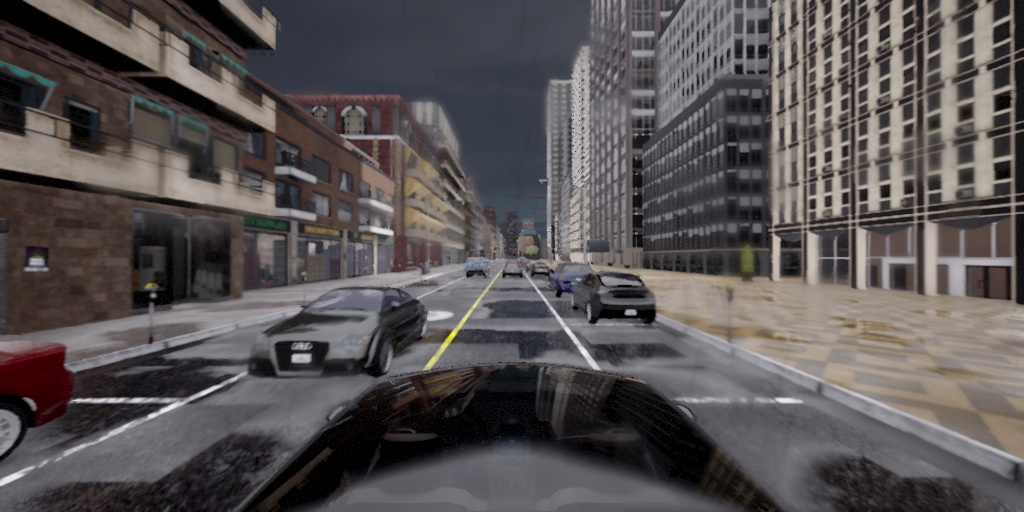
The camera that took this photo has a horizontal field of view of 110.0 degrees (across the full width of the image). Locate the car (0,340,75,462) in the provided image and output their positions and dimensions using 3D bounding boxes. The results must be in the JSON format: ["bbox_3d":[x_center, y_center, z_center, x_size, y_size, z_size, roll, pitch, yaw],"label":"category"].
[{"bbox_3d":[-5.688,1.295,2.002,1.888,1.381,4.507,0,0,0],"label":"car"}]

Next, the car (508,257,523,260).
[{"bbox_3d":[0.079,1.122,49.429,2.097,1.767,4.553,0,0,0],"label":"car"}]

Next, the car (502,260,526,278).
[{"bbox_3d":[0.062,1.321,34.730,1.994,1.385,4.181,0,0,1],"label":"car"}]

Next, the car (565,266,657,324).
[{"bbox_3d":[3.147,1.254,11.908,1.837,1.490,4.892,0,0,0],"label":"car"}]

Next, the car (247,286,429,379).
[{"bbox_3d":[-3.064,1.314,7.247,1.994,1.385,4.181,0,0,1],"label":"car"}]

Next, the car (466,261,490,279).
[{"bbox_3d":[-3.091,1.357,32.897,1.895,1.301,4.718,0,0,0],"label":"car"}]

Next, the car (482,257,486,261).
[{"bbox_3d":[-5.681,1.323,57.231,1.888,1.381,4.507,0,0,0],"label":"car"}]

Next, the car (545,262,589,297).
[{"bbox_3d":[3.116,1.102,18.879,2.097,1.767,4.553,0,0,0],"label":"car"}]

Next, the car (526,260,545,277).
[{"bbox_3d":[2.697,1.323,35.137,1.948,1.339,4.313,0,0,0],"label":"car"}]

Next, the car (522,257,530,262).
[{"bbox_3d":[2.698,1.207,46.183,1.967,1.591,4.097,0,0,0],"label":"car"}]

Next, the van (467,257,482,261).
[{"bbox_3d":[-5.682,1.114,51.708,1.690,1.789,3.998,0,0,0],"label":"van"}]
